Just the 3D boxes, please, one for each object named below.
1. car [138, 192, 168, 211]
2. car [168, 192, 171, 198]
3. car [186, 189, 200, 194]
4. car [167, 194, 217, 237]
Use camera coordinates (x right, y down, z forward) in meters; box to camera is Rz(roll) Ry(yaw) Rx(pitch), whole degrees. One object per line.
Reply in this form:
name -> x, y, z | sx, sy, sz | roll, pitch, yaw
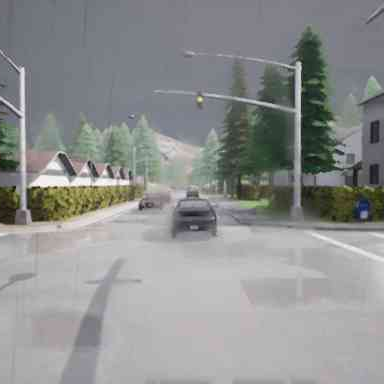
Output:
car -> -3.495, 0.859, 29.342 | 1.994, 1.385, 4.181 | 0, 1, 0
car -> -3.493, 0.657, 39.335 | 1.895, 1.301, 4.718 | 0, 1, 0
car -> 0.123, 0.288, 50.736 | 1.837, 1.490, 4.892 | 0, 1, 1
car -> 0.079, 1.028, 14.851 | 1.837, 1.490, 4.892 | -1, 1, 0
